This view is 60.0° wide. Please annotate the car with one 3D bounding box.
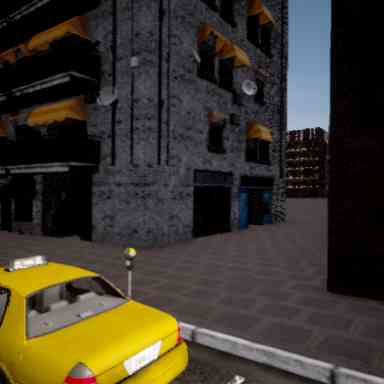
[{"bbox_3d":[-2.344,1.547,4.488,4.829,1.417,1.752,0,1,36],"label":"car"}]
